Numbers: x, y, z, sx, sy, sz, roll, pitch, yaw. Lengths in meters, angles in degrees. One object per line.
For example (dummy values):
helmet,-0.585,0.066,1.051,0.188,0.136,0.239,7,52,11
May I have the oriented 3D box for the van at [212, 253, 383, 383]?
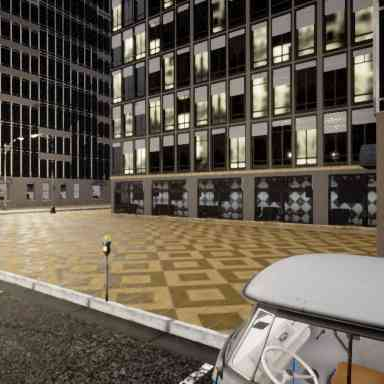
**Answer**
van,1.918,1.341,1.510,3.998,1.788,1.690,0,0,35
